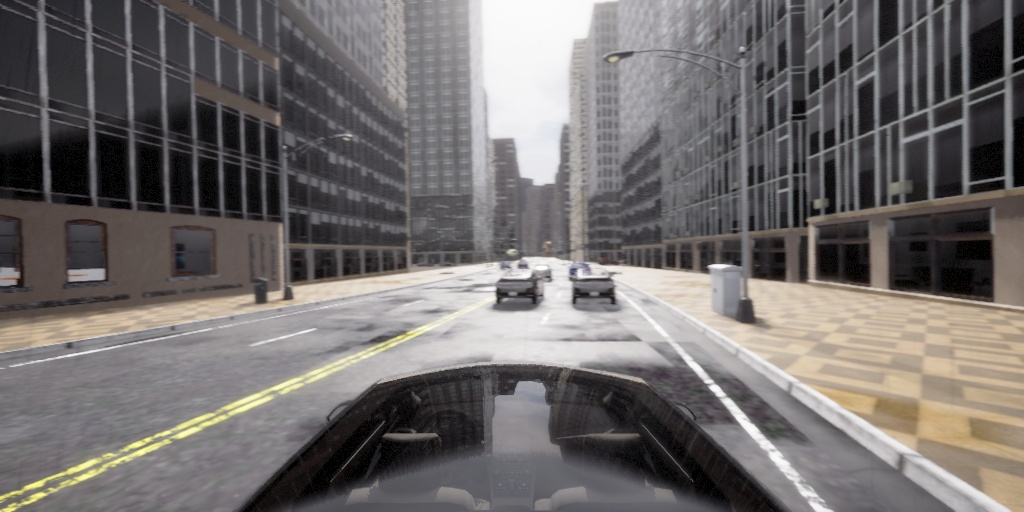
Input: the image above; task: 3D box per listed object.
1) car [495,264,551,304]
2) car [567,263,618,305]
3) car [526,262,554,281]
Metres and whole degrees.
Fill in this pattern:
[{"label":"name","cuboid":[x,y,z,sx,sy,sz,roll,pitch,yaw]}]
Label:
[{"label":"car","cuboid":[0.470,1.335,17.041,2.128,1.511,4.902,-1,0,10]},{"label":"car","cuboid":[3.664,1.278,16.443,2.128,1.511,4.902,-1,0,10]},{"label":"car","cuboid":[2.667,1.444,31.668,2.033,1.411,5.357,-1,0,7]}]
